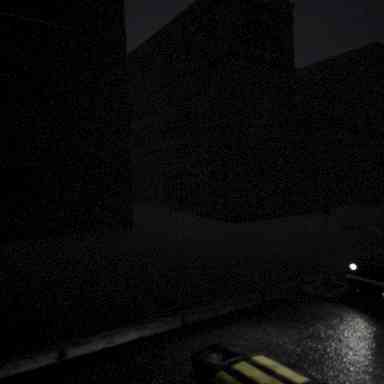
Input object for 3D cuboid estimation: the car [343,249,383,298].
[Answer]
[{"bbox_3d":[5.319,1.505,7.180,4.718,1.301,1.895,-1,1,-36],"label":"car"}]
